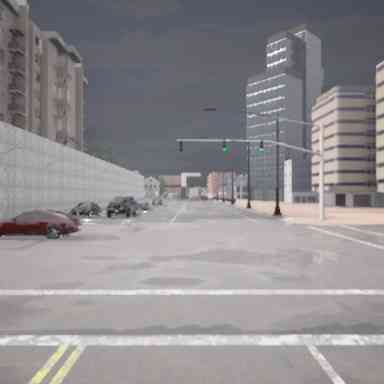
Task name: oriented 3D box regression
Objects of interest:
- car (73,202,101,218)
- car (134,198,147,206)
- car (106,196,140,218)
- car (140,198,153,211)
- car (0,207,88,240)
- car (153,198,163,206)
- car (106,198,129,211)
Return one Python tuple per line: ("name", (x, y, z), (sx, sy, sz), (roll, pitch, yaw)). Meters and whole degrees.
("car", (-10.605, 1.754, 33.429), (1.837, 1.490, 4.892), (0, 0, 0))
("car", (-10.513, 2.033, 68.005), (1.837, 1.490, 4.892), (0, -1, 0))
("car", (-7.101, 1.478, 34.065), (2.150, 2.045, 5.566), (0, -1, 0))
("car", (-7.106, 1.877, 46.944), (1.812, 1.442, 4.674), (0, 0, 0))
("car", (-8.088, 1.656, 17.113), (4.674, 1.442, 1.812), (0, 0, 0))
("car", (-7.016, 2.002, 67.790), (2.128, 1.511, 4.902), (0, -1, 0))
("car", (-10.599, 1.710, 47.601), (2.097, 1.767, 4.553), (0, -1, 1))
